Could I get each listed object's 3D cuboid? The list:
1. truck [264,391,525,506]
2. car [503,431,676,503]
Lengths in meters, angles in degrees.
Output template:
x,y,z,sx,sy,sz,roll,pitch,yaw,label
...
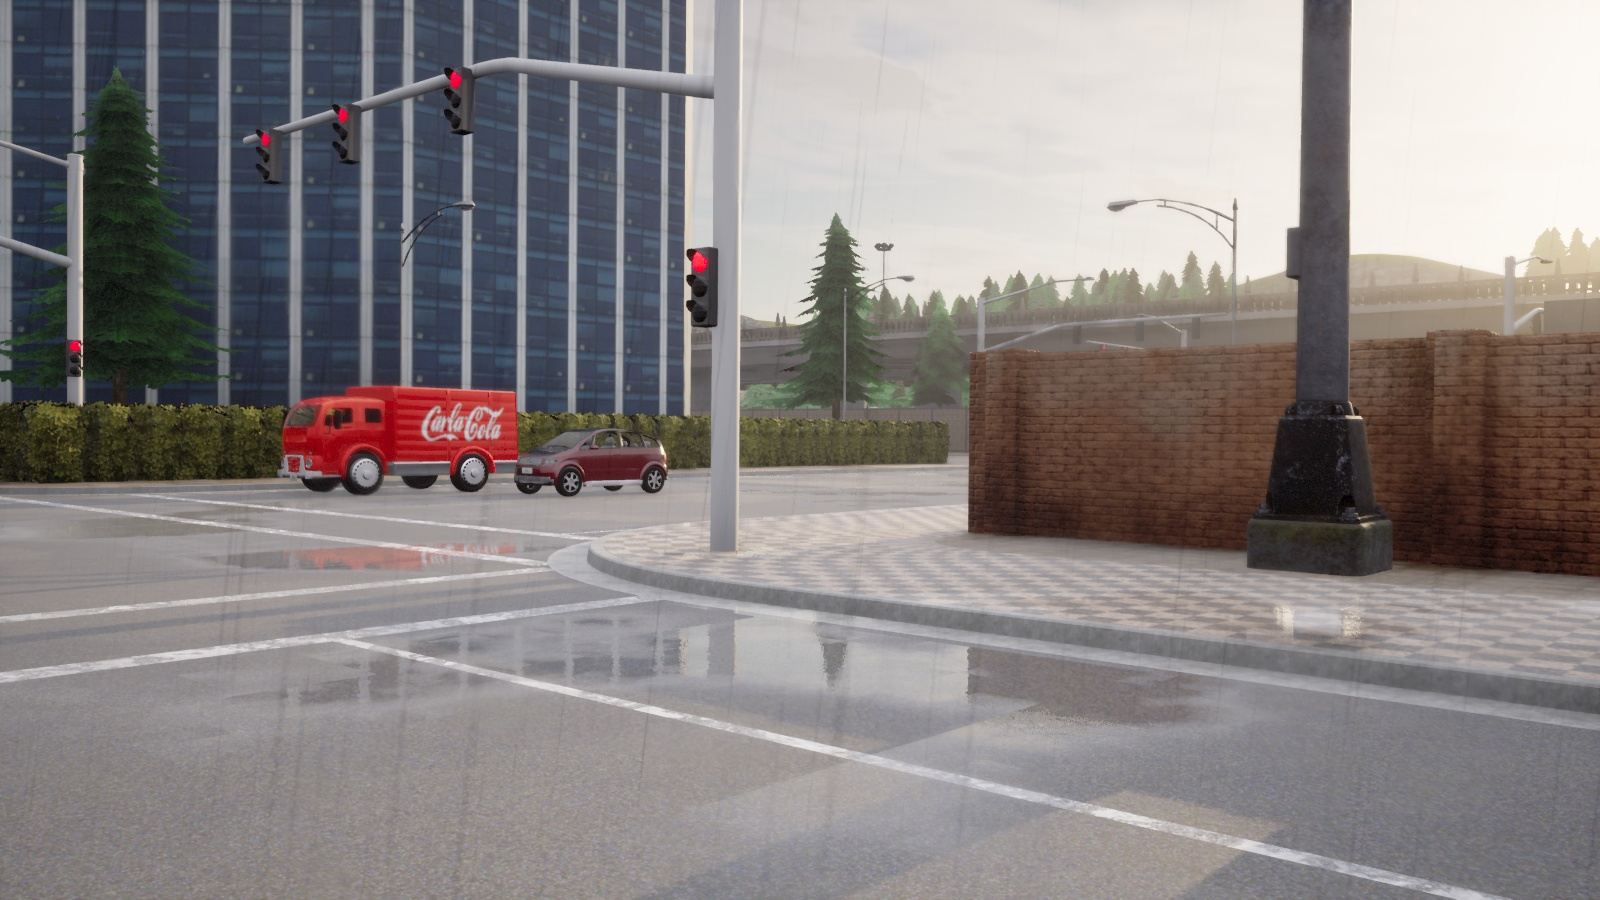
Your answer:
x,y,z,sx,sy,sz,roll,pitch,yaw,label
-9.437,-0.074,29.588,2.627,2.467,5.204,0,1,41,truck
-4.882,0.352,29.483,1.789,1.549,3.705,0,1,41,car
